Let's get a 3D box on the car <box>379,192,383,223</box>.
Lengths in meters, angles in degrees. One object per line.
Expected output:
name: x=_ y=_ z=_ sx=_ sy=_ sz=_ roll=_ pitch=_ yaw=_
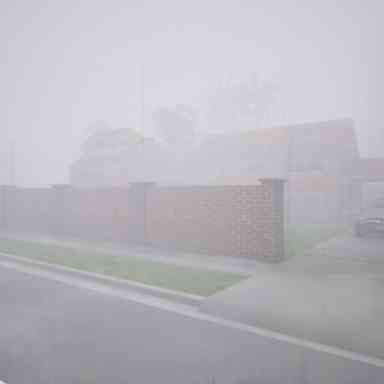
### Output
car: x=13.380 y=0.919 z=21.297 sx=1.932 sy=1.855 sz=4.605 roll=0 pitch=0 yaw=36

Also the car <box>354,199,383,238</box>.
car: x=8.895 y=1.126 z=15.076 sx=2.152 sy=1.636 sz=5.027 roll=0 pitch=0 yaw=36
